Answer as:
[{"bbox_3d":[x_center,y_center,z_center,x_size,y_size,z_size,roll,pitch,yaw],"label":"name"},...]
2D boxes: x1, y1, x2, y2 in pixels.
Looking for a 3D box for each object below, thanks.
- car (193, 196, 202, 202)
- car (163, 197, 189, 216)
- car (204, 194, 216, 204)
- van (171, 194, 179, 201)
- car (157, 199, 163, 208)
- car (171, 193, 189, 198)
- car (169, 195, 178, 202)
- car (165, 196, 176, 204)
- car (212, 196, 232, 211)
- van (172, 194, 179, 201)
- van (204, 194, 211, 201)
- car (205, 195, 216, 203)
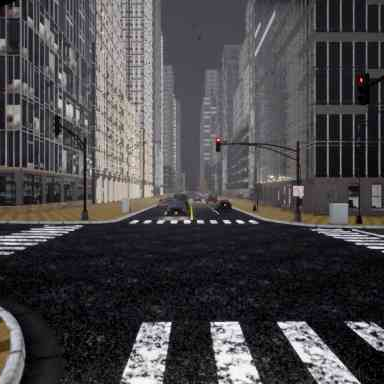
[{"bbox_3d":[1.207,1.529,72.857,2.033,1.411,5.357,0,0,0],"label":"car"},{"bbox_3d":[-1.498,1.564,33.511,2.033,1.411,5.357,0,0,-1],"label":"car"},{"bbox_3d":[3.797,1.313,63.853,2.192,1.841,5.009,0,0,0],"label":"car"},{"bbox_3d":[-4.151,1.321,80.404,1.690,1.788,3.998,0,0,0],"label":"van"},{"bbox_3d":[-4.017,1.593,47.238,1.802,1.307,4.206,0,0,0],"label":"car"},{"bbox_3d":[-1.536,1.232,44.246,2.150,2.045,5.566,0,0,0],"label":"car"},{"bbox_3d":[-4.128,1.426,74.877,1.967,1.590,4.097,0,0,0],"label":"car"},{"bbox_3d":[-4.084,1.564,63.821,1.947,1.339,4.313,0,0,0],"label":"car"},{"bbox_3d":[3.935,1.579,41.744,1.947,1.339,4.313,0,0,0],"label":"car"},{"bbox_3d":[-4.173,1.315,85.932,1.690,1.788,3.998,0,0,0],"label":"van"},{"bbox_3d":[3.729,1.321,80.436,1.690,1.788,3.998,0,0,0],"label":"van"},{"bbox_3d":[3.774,1.432,69.381,1.967,1.590,4.097,0,0,0],"label":"car"}]
